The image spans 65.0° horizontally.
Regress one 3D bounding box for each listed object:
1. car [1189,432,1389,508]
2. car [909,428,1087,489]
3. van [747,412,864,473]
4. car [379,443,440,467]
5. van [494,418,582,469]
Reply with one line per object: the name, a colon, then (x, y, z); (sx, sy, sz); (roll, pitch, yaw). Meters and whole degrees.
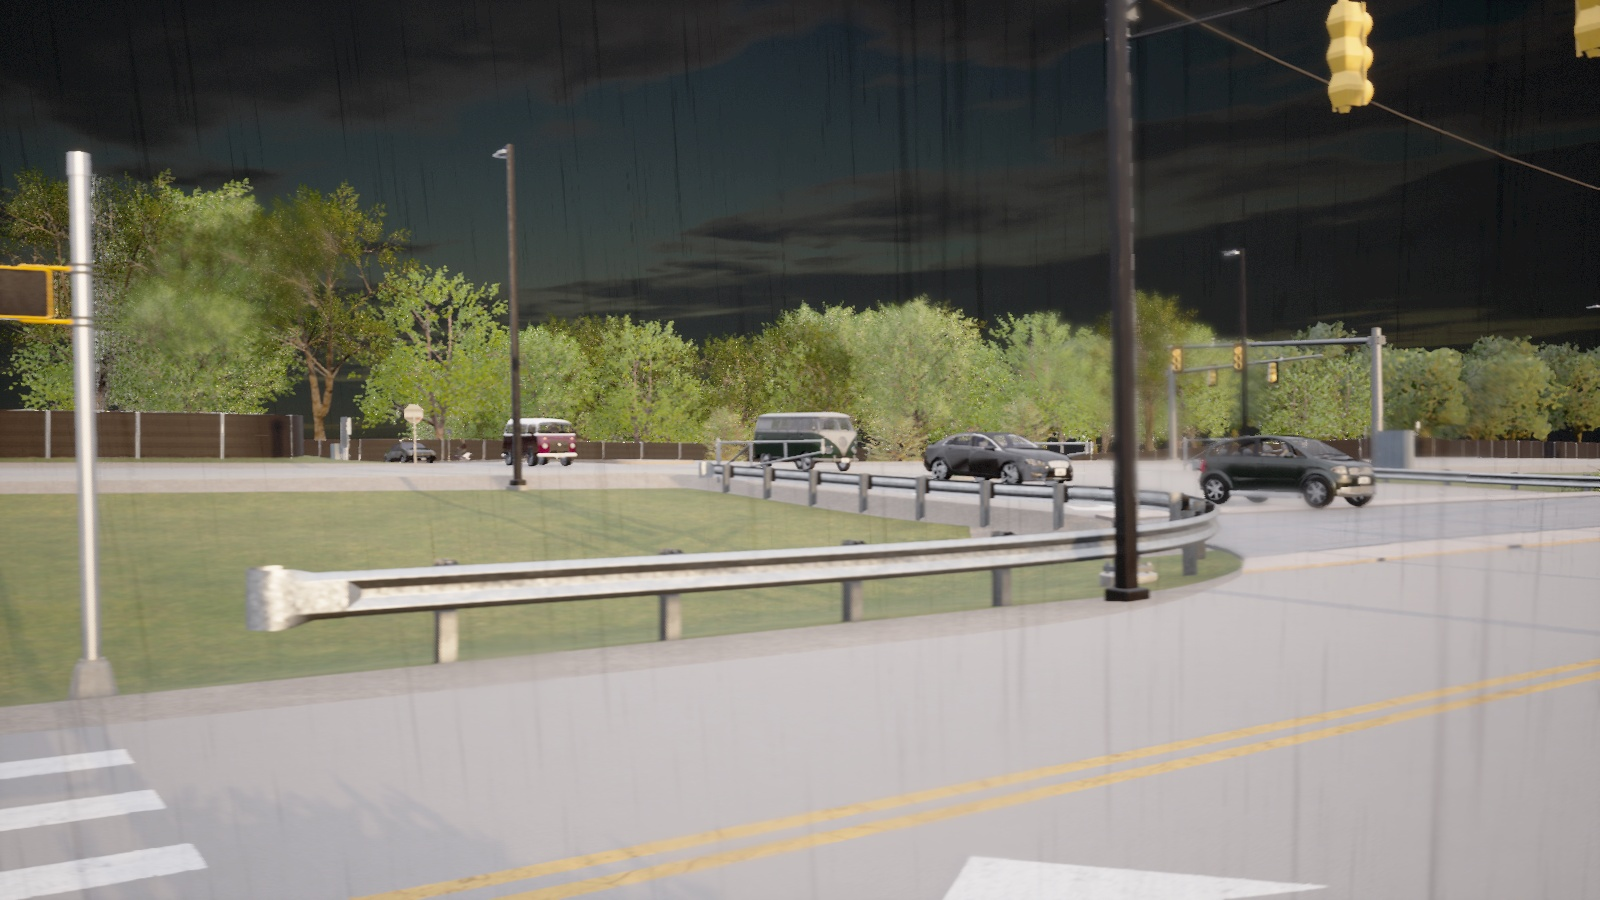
car: (10.628, 0.413, 27.491); (1.789, 1.549, 3.705); (0, 0, -34)
car: (5.437, 0.193, 35.116); (2.128, 1.511, 4.902); (0, 2, -34)
van: (0.119, -0.282, 42.919); (1.775, 1.987, 4.442); (0, 1, -34)
car: (-24.506, 0.317, 78.664); (2.033, 1.411, 5.357); (-2, 0, -36)
van: (-11.138, -0.282, 53.244); (2.069, 2.038, 4.480); (-1, 1, -34)
